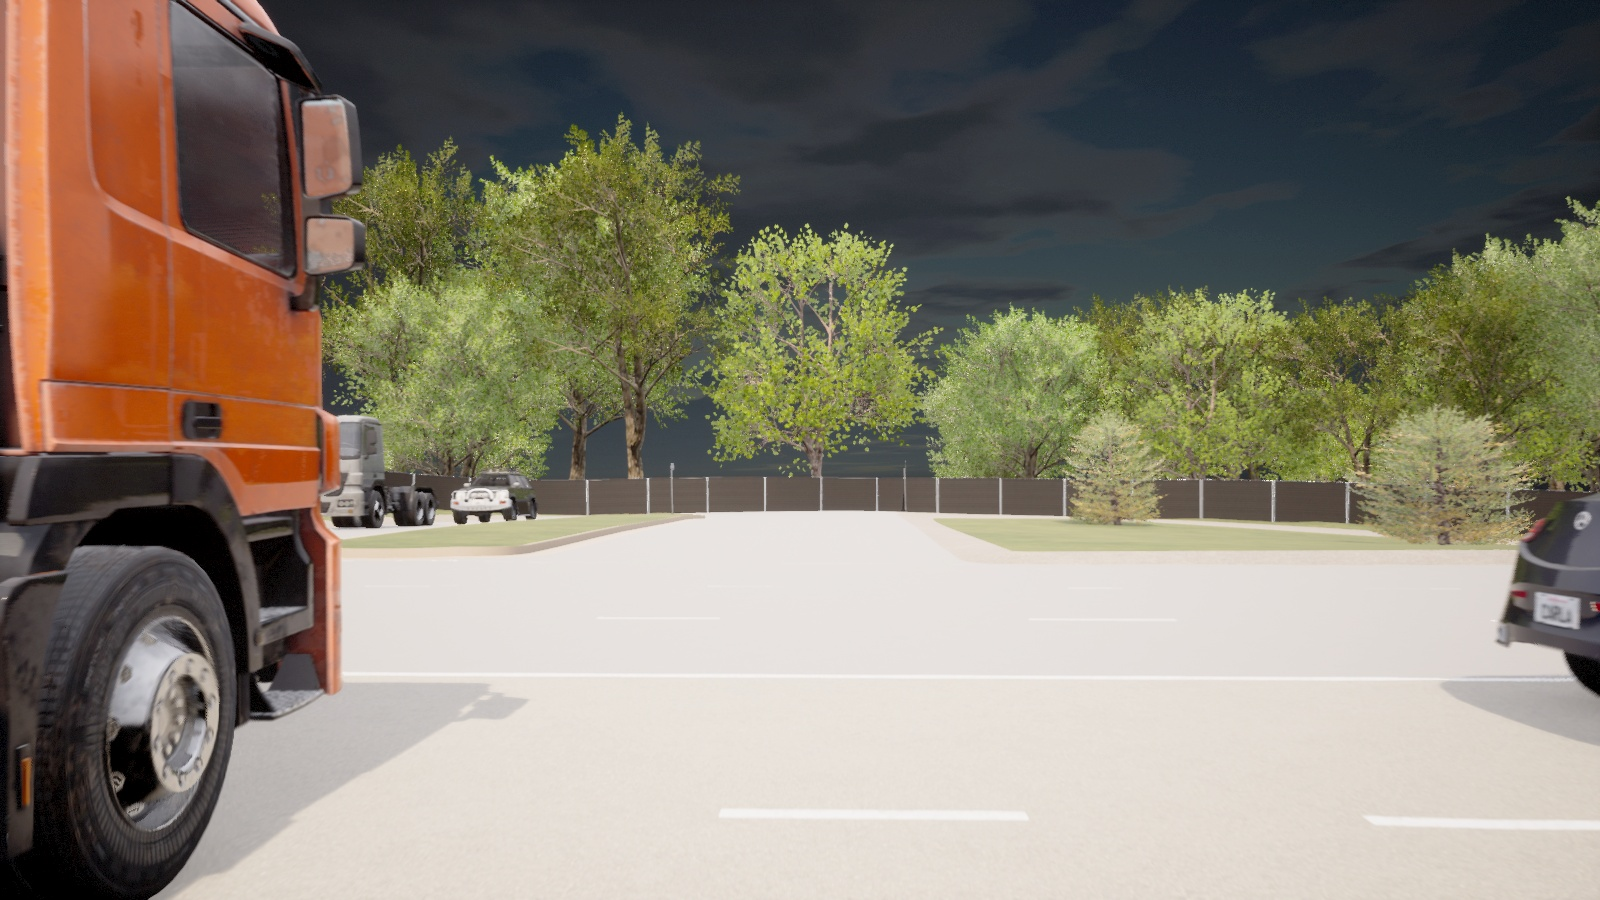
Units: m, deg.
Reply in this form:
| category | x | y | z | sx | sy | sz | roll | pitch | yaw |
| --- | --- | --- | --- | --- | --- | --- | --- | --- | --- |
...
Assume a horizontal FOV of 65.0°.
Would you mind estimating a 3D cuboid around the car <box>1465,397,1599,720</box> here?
| category | x | y | z | sx | sy | sz | roll | pitch | yaw |
| --- | --- | --- | --- | --- | --- | --- | --- | --- | --- |
| car | 6.607 | 0.563 | 6.628 | 5.027 | 1.651 | 2.152 | 0 | -1 | 2 |

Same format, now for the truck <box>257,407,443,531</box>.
| category | x | y | z | sx | sy | sz | roll | pitch | yaw |
| --- | --- | --- | --- | --- | --- | --- | --- | --- | --- |
| truck | -13.900 | 0.718 | 39.589 | 2.891 | 3.462 | 7.936 | -1 | -2 | 1 |

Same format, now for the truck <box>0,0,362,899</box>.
| category | x | y | z | sx | sy | sz | roll | pitch | yaw |
| --- | --- | --- | --- | --- | --- | --- | --- | --- | --- |
| truck | -3.519 | -0.248 | 1.886 | 2.891 | 3.462 | 7.936 | 0 | 0 | 0 |

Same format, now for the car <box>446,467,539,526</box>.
| category | x | y | z | sx | sy | sz | roll | pitch | yaw |
| --- | --- | --- | --- | --- | --- | --- | --- | --- | --- |
| car | -10.308 | 1.576 | 42.498 | 1.932 | 1.855 | 4.605 | -1 | -2 | 1 |
